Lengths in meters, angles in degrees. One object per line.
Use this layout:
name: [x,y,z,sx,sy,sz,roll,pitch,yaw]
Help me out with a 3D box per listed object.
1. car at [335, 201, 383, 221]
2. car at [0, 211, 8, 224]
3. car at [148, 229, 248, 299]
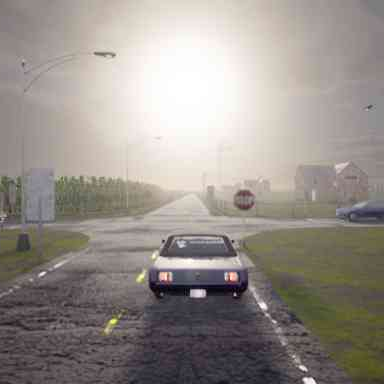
car: [13.265,1.386,25.013,4.674,1.442,1.812,-1,0,0]
car: [-15.235,1.601,22.714,4.902,1.511,2.128,-1,0,1]
car: [0.154,1.595,8.391,1.895,1.301,4.718,0,0,1]
